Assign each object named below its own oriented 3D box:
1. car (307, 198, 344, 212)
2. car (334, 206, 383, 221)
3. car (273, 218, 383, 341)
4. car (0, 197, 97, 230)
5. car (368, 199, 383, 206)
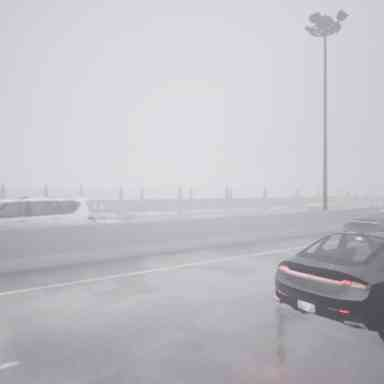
[{"bbox_3d":[14.462,1.476,35.904,5.008,1.535,1.882,0,0,-36],"label":"car"},{"bbox_3d":[8.257,1.504,13.934,4.892,1.490,1.837,0,0,-35],"label":"car"},{"bbox_3d":[3.682,1.491,6.373,4.902,1.511,2.128,0,0,-35],"label":"car"},{"bbox_3d":[-6.363,1.220,12.350,5.566,2.045,2.150,0,0,-35],"label":"car"},{"bbox_3d":[20.940,1.524,36.345,4.674,1.442,1.812,0,0,-36],"label":"car"}]
